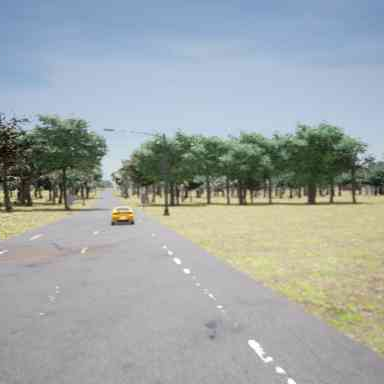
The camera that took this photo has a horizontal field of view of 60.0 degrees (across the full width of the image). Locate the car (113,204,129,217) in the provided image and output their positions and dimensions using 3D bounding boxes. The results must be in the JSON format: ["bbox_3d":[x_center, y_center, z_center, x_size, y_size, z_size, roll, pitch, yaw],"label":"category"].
[{"bbox_3d":[-9.017,2.340,42.237,1.812,1.442,4.674,-2,-1,-13],"label":"car"}]

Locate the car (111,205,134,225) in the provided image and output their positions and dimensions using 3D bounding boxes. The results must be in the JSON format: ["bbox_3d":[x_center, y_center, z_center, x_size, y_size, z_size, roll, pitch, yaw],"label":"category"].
[{"bbox_3d":[-6.299,2.043,30.181,1.882,1.535,5.008,-2,-1,-13],"label":"car"}]
